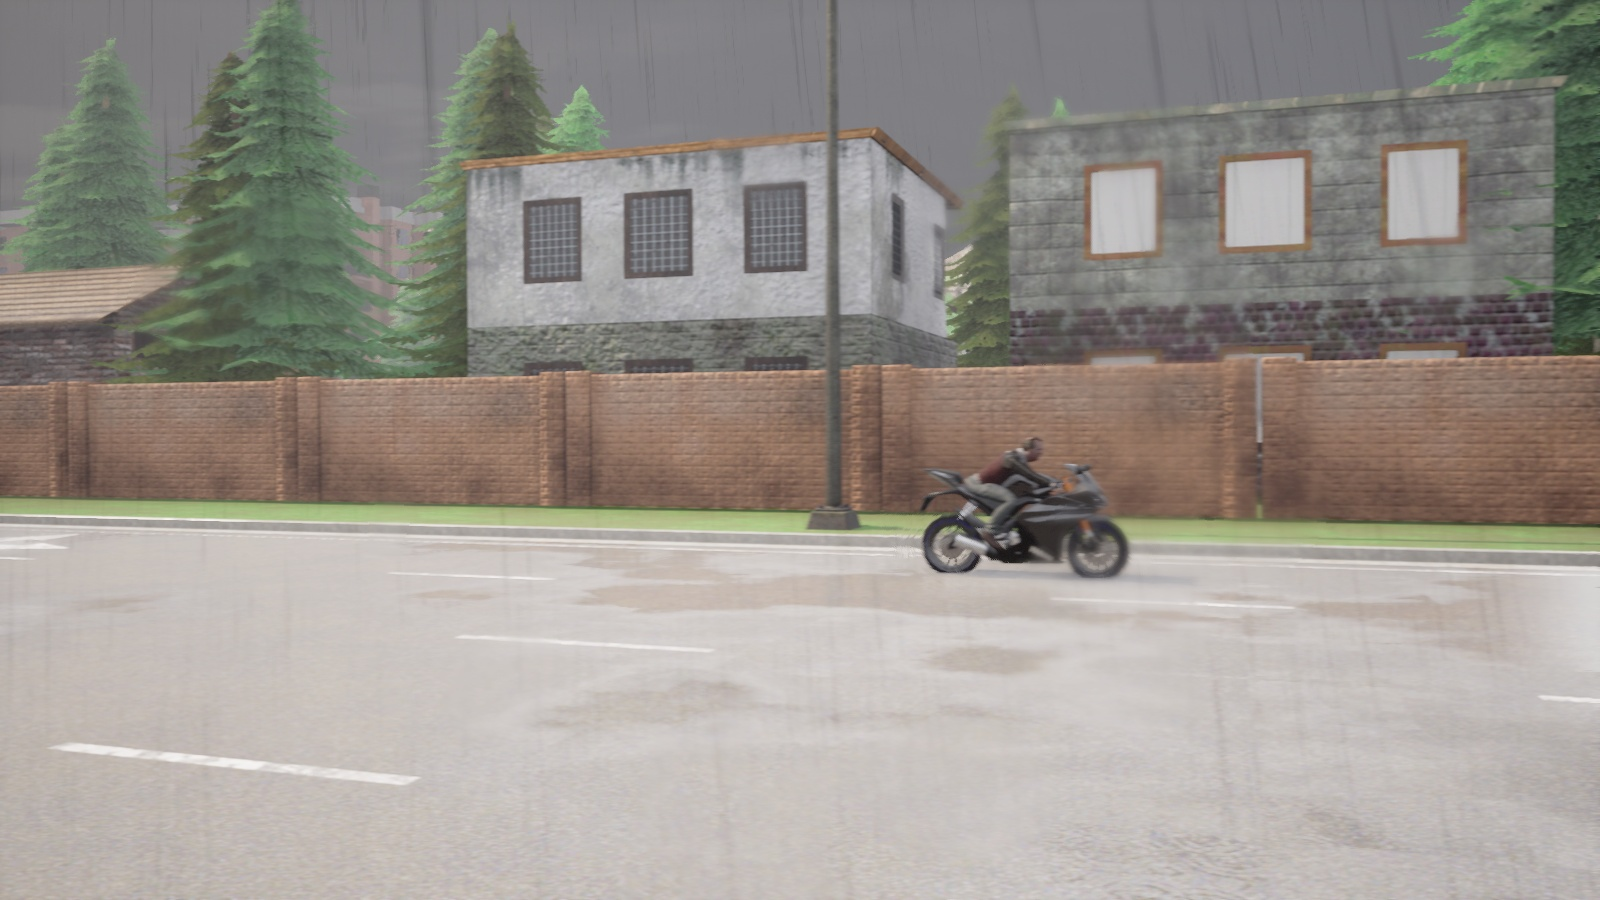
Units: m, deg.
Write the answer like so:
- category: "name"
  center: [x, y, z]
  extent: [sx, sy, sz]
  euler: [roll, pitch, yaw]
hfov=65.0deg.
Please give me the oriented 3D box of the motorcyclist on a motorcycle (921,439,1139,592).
- category: "motorcyclist on a motorcycle"
  center: [2.466, 0.655, 13.441]
  extent: [2.191, 1.530, 0.866]
  euler: [1, 1, 19]
